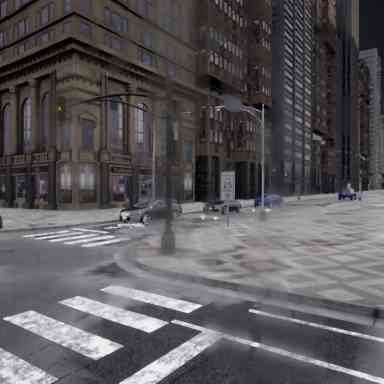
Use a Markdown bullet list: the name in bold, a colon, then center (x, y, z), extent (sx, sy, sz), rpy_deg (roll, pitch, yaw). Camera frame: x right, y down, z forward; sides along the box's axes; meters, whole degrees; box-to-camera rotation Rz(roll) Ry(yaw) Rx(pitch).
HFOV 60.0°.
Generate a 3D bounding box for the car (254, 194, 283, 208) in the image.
- **car**: center (8.749, 0.961, 37.766), extent (1.882, 1.535, 5.008), rpy_deg (0, 1, 36)

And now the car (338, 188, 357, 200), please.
- **car**: center (27.047, 0.361, 57.845), extent (2.150, 2.045, 5.566), rpy_deg (0, 1, 36)

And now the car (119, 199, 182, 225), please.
- **car**: center (-2.616, 1.236, 21.893), extent (2.128, 1.511, 4.902), rpy_deg (0, 1, 36)

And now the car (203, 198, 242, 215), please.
- **car**: center (2.718, 1.185, 29.342), extent (1.994, 1.385, 4.181), rpy_deg (0, 1, 36)
